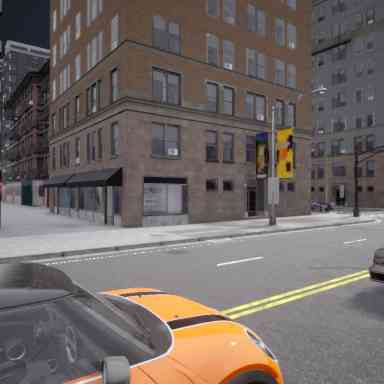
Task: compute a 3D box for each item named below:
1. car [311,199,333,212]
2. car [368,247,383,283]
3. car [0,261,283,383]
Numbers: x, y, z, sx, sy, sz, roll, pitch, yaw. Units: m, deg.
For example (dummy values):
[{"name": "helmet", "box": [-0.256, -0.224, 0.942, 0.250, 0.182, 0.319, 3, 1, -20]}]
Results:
[{"name": "car", "box": [13.985, 1.551, 38.380, 1.994, 1.385, 4.181, 0, 0, -37]}, {"name": "car", "box": [6.437, 1.549, 8.232, 5.357, 1.411, 2.033, 0, 0, -37]}, {"name": "car", "box": [-1.369, 1.352, 2.427, 4.553, 1.767, 2.097, 0, 0, -37]}]
